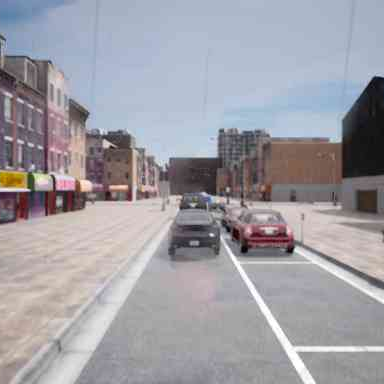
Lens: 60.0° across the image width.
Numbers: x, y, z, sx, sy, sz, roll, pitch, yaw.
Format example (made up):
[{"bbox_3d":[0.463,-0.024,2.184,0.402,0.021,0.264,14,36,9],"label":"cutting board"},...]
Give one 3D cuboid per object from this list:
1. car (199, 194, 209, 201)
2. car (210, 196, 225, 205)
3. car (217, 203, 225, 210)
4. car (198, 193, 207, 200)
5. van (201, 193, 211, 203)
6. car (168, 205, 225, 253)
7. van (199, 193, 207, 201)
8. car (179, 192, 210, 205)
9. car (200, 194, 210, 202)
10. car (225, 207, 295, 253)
[{"bbox_3d":[2.655,1.226,73.999,1.967,1.590,4.097,0,0,0],"label":"car"},{"bbox_3d":[2.646,1.414,36.046,2.008,1.369,4.403,0,0,0],"label":"car"},{"bbox_3d":[2.642,1.499,19.008,1.802,1.307,4.206,0,0,0],"label":"car"},{"bbox_3d":[2.656,1.084,84.947,2.192,1.841,5.009,0,0,0],"label":"car"},{"bbox_3d":[2.652,1.146,63.048,1.690,1.788,3.998,0,0,0],"label":"van"},{"bbox_3d":[0.086,1.443,13.257,1.837,1.490,4.892,0,0,0],"label":"car"},{"bbox_3d":[2.656,1.118,79.474,1.690,1.788,3.998,0,0,0],"label":"van"},{"bbox_3d":[0.086,1.111,27.352,2.150,2.045,5.566,0,0,0],"label":"car"},{"bbox_3d":[2.654,1.235,68.523,1.967,1.590,4.097,0,0,0],"label":"car"},{"bbox_3d":[2.641,1.380,13.328,1.967,1.590,4.097,0,0,0],"label":"car"}]
